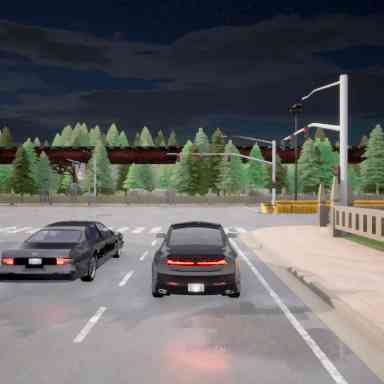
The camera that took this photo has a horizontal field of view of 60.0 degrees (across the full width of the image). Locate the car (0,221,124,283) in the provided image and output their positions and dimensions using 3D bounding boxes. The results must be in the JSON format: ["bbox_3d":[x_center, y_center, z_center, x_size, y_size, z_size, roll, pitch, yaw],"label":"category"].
[{"bbox_3d":[-3.383,1.547,9.709,2.033,1.411,5.357,0,0,0],"label":"car"}]

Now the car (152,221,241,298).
[{"bbox_3d":[0.103,1.505,8.519,1.837,1.490,4.892,0,0,1],"label":"car"}]
